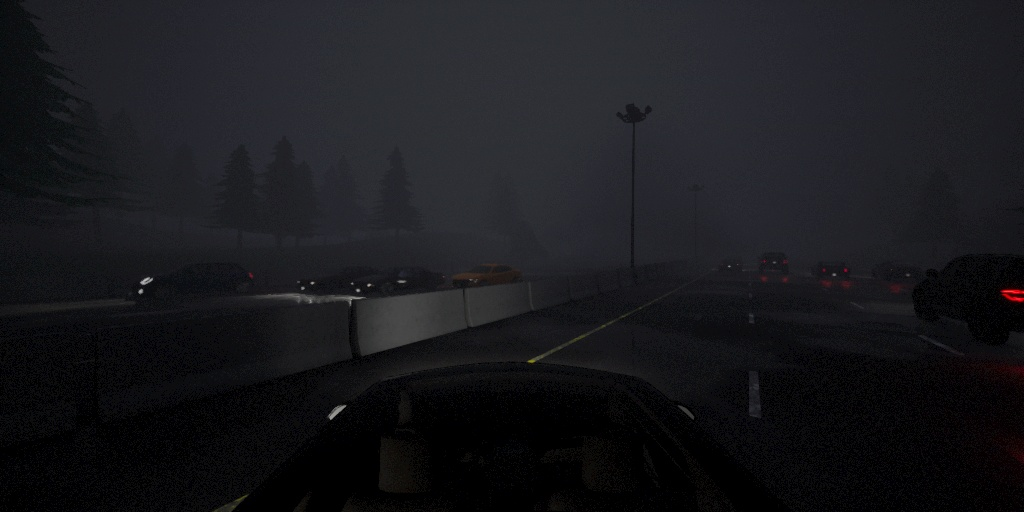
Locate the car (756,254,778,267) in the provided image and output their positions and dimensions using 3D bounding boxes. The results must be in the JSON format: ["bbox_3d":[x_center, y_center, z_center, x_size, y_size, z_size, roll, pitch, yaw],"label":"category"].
[{"bbox_3d":[33.188,0.584,46.769,2.128,1.511,4.902,0,1,33],"label":"car"}]

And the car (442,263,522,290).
[{"bbox_3d":[-1.327,1.184,20.273,1.882,1.535,5.008,0,0,33],"label":"car"}]

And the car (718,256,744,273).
[{"bbox_3d":[22.421,0.956,36.828,1.994,1.385,4.181,0,1,34],"label":"car"}]

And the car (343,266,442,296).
[{"bbox_3d":[-5.989,1.268,19.568,2.033,1.411,5.357,0,0,33],"label":"car"}]

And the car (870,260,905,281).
[{"bbox_3d":[27.798,1.027,25.927,1.812,1.442,4.674,0,1,33],"label":"car"}]

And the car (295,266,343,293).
[{"bbox_3d":[-9.374,1.268,20.794,2.033,1.411,5.357,0,0,33],"label":"car"}]

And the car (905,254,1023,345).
[{"bbox_3d":[12.345,0.952,8.862,2.150,2.045,5.566,0,0,33],"label":"car"}]

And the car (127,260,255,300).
[{"bbox_3d":[-15.611,1.086,17.700,2.097,1.767,4.553,0,0,33],"label":"car"}]

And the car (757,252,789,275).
[{"bbox_3d":[24.957,0.628,34.314,2.150,2.045,5.566,0,1,33],"label":"car"}]

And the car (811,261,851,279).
[{"bbox_3d":[25.640,1.079,28.991,1.895,1.301,4.718,0,1,33],"label":"car"}]
